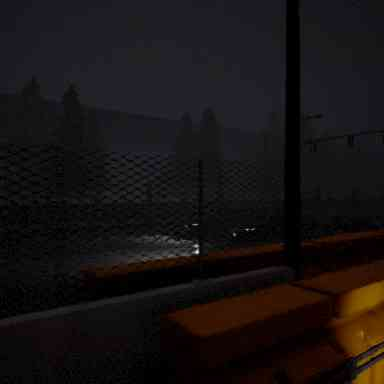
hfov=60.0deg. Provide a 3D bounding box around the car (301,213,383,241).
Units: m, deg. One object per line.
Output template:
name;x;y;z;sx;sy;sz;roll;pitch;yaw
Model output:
car;5.361;1.583;12.074;4.181;1.385;1.994;0;0;-35

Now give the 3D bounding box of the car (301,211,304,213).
car;3.771;1.513;15.233;4.902;1.511;2.128;0;0;-35
